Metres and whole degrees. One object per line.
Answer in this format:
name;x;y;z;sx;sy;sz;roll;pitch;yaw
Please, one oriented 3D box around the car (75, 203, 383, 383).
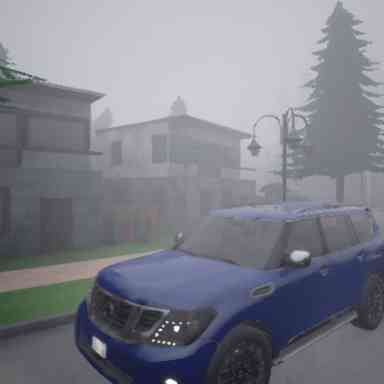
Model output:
car;1.140;1.226;5.206;5.566;2.045;2.150;0;0;-41
